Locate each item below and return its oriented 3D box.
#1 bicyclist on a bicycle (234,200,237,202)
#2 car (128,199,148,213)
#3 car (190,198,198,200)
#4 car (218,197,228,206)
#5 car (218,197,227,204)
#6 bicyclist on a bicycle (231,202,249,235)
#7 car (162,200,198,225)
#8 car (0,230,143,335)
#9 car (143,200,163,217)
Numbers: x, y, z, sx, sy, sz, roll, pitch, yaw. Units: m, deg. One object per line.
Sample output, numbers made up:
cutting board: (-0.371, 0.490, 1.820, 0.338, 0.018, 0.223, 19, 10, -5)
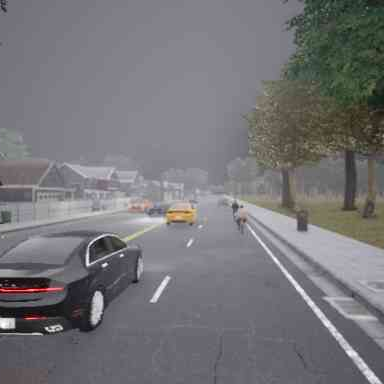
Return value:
bicyclist on a bicycle: (3.428, 1.507, 26.338, 0.659, 1.776, 1.843, 0, 0, 5)
car: (-6.169, 1.590, 39.831, 2.097, 1.767, 4.553, 0, 0, 5)
car: (0.354, 1.956, 75.576, 2.033, 1.411, 5.357, 0, 0, 5)
car: (5.818, 1.887, 62.445, 2.033, 1.411, 5.357, 0, 0, 5)
car: (6.741, 1.878, 74.028, 1.882, 1.535, 5.008, 0, 0, 5)
bicyclist on a bicycle: (2.757, 1.529, 18.466, 0.866, 1.612, 1.509, 0, 0, 5)
car: (-0.716, 1.618, 25.422, 1.882, 1.535, 5.008, 0, 0, 5)
car: (-2.348, 1.548, 6.947, 1.837, 1.490, 4.892, 0, 0, 5)
car: (-3.369, 1.802, 34.609, 1.895, 1.301, 4.718, 0, 0, 5)
